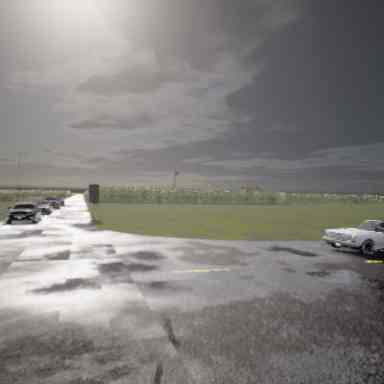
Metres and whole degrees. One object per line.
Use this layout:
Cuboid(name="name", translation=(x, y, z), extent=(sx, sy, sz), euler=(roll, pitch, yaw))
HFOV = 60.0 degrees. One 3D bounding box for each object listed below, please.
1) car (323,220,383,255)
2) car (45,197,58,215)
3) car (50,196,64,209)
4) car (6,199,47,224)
Cuboid(name="car", translation=(8.136, 1.898, 14.420), extent=(4.718, 1.301, 1.895), euler=(1, 0, -18))
Cuboid(name="car", translation=(-15.631, 1.562, 34.794), extent=(2.033, 1.411, 5.357), euler=(1, -1, -18))
Cuboid(name="car", translation=(-19.010, 1.397, 45.120), extent=(2.097, 1.767, 4.553), euler=(1, 0, -18))
Cuboid(name="car", translation=(-12.409, 1.493, 24.891), extent=(1.837, 1.490, 4.892), euler=(1, -1, -17))
